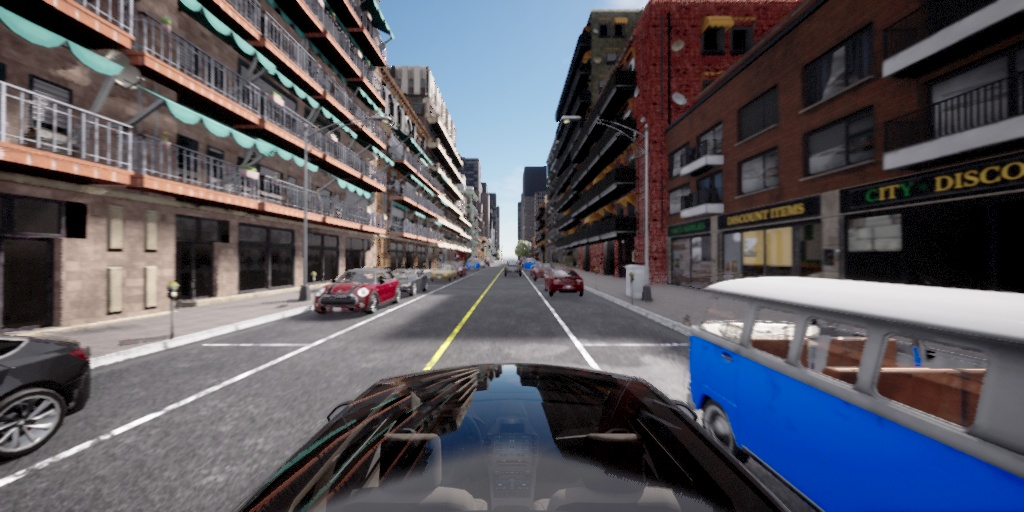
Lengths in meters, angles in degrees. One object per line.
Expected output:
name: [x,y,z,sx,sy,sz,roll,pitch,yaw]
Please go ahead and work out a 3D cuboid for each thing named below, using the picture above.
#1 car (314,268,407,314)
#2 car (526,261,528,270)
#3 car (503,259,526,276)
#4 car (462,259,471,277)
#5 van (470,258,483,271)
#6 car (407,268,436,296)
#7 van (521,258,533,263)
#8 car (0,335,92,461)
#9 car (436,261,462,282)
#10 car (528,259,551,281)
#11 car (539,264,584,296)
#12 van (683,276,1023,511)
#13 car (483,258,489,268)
car: [-5.691,1.216,13.655,1.967,1.591,4.097,0,0,0]
car: [2.689,1.420,36.314,1.802,1.307,4.207,0,0,0]
car: [0.098,1.336,38.684,2.128,1.511,4.902,0,0,0]
car: [-5.692,1.277,36.315,1.967,1.591,4.097,0,0,0]
van: [-5.693,1.232,53.308,1.690,1.789,3.998,0,0,0]
car: [-5.691,1.341,19.320,2.007,1.370,4.403,0,0,0]
van: [2.688,1.233,53.308,1.690,1.789,3.998,0,0,0]
car: [-5.690,1.317,2.326,1.948,1.339,4.313,0,0,0]
car: [-5.691,1.347,30.480,1.751,1.417,4.829,0,0,0]
car: [2.689,1.262,30.649,1.967,1.591,4.097,0,0,0]
car: [2.689,1.336,19.320,1.888,1.381,4.507,0,0,0]
van: [2.690,1.092,2.326,1.690,1.789,3.998,0,0,0]
car: [-5.693,1.461,64.466,1.751,1.417,4.829,0,0,0]
